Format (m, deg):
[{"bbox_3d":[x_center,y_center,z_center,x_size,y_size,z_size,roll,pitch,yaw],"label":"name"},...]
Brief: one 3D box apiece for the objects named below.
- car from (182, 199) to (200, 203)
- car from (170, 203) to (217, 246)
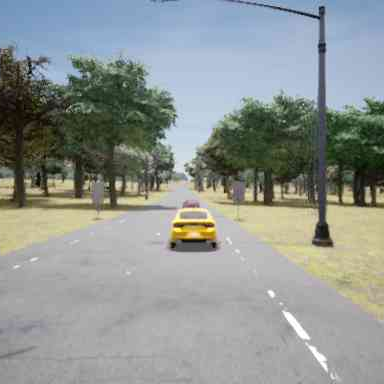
[{"bbox_3d":[-0.081,1.486,34.855,1.812,1.442,4.674,0,0,-1],"label":"car"},{"bbox_3d":[0.060,1.467,15.155,1.882,1.535,5.008,0,0,0],"label":"car"}]
